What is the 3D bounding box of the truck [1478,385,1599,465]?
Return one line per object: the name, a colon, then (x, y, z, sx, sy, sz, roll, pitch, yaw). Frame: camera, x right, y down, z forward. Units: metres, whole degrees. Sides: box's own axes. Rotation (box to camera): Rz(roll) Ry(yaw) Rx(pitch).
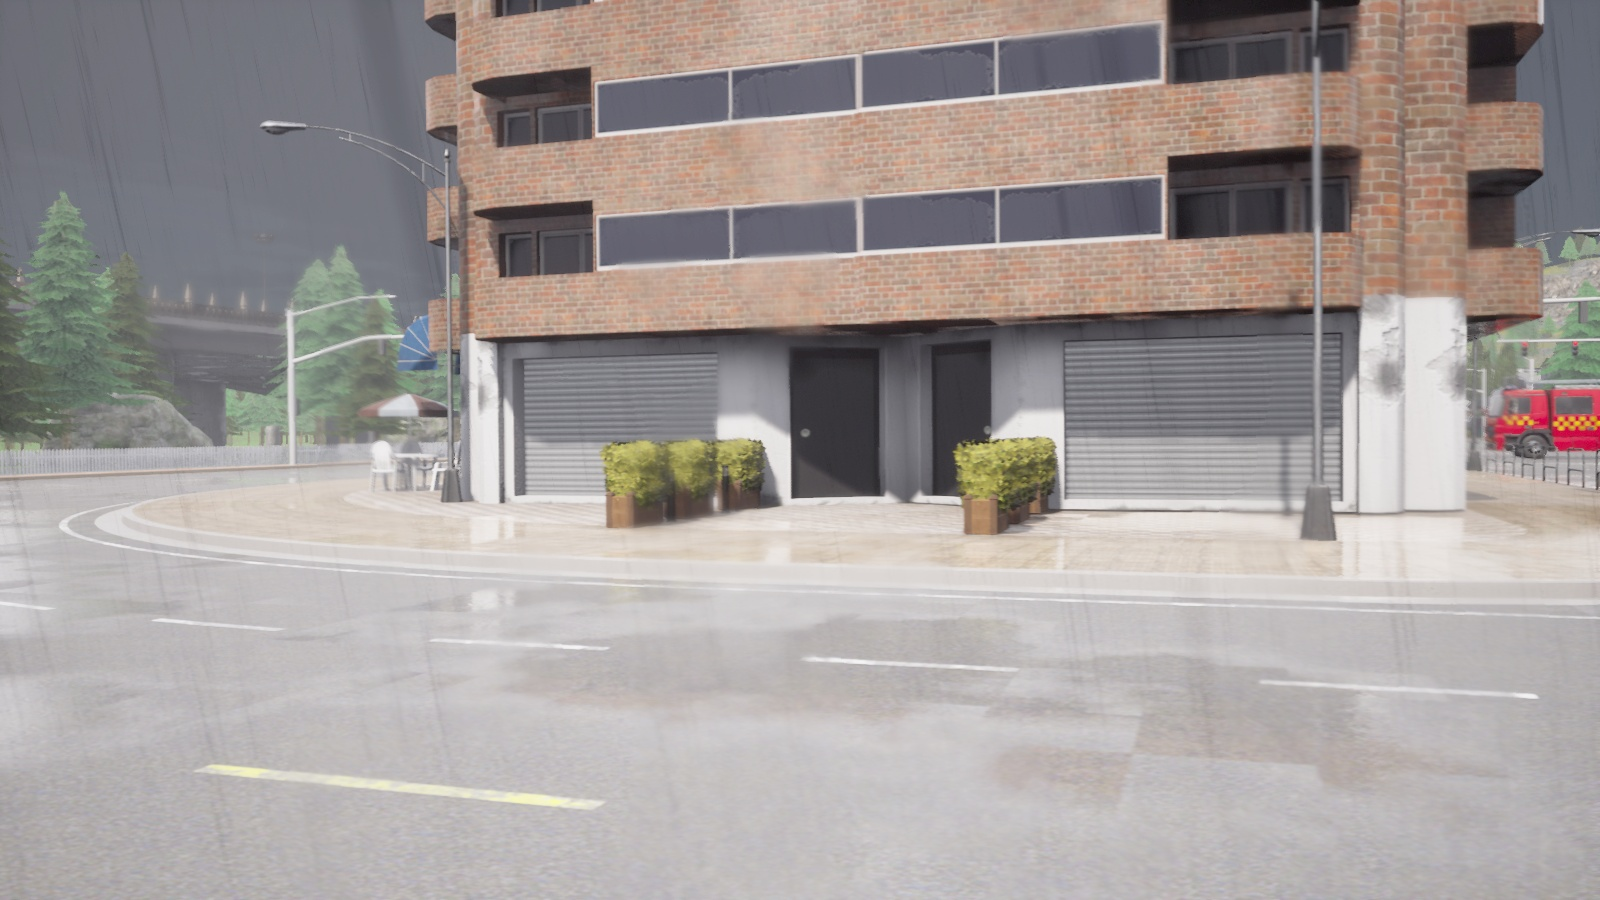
truck: (38.040, -1.205, 61.169, 8.468, 3.827, 2.891, 0, 1, 19)
